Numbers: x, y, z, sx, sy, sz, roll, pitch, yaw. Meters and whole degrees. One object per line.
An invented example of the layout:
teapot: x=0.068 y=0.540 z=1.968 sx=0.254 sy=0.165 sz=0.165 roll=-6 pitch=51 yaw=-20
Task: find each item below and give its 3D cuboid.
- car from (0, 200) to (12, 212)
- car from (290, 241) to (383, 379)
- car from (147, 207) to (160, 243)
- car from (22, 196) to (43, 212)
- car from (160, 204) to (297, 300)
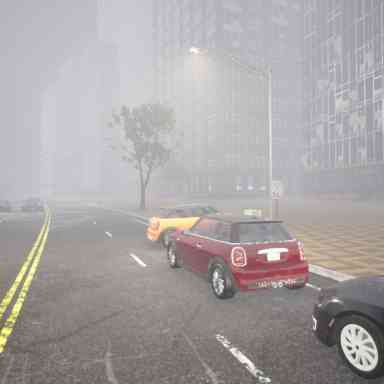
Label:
car: x=-21.773 y=1.605 z=38.029 sx=1.994 sy=1.385 sz=4.181 roll=0 pitch=0 yaw=-24
car: x=3.620 y=1.505 z=3.358 sx=1.837 sy=1.490 sz=4.892 roll=0 pitch=0 yaw=-35
car: x=0.392 y=1.277 z=14.405 sx=4.553 sy=1.767 sz=2.097 roll=-3 pitch=1 yaw=-18
car: x=-18.816 y=1.396 z=39.378 sx=2.097 sy=1.767 sz=4.553 roll=0 pitch=0 yaw=-24
car: x=0.887 y=1.355 z=8.830 sx=2.097 sy=1.767 sz=4.553 roll=0 pitch=0 yaw=-22
